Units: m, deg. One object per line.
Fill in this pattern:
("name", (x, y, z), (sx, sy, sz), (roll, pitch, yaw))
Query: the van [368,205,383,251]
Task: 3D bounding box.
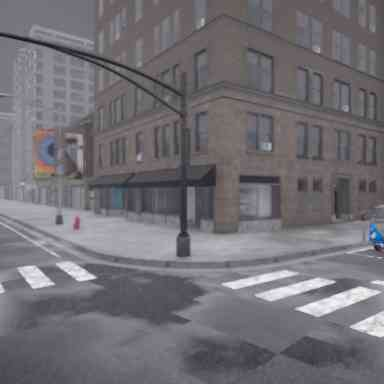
("van", (8.419, 1.358, 12.829), (3.998, 1.788, 1.690), (0, 0, -36))
